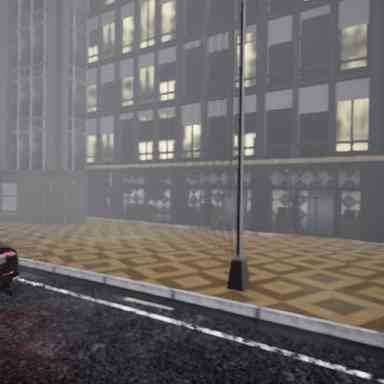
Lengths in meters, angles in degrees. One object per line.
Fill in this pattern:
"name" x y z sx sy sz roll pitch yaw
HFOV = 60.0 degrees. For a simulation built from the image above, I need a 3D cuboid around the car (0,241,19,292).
"car" -5.918 1.482 7.552 4.902 1.511 2.128 0 0 33
